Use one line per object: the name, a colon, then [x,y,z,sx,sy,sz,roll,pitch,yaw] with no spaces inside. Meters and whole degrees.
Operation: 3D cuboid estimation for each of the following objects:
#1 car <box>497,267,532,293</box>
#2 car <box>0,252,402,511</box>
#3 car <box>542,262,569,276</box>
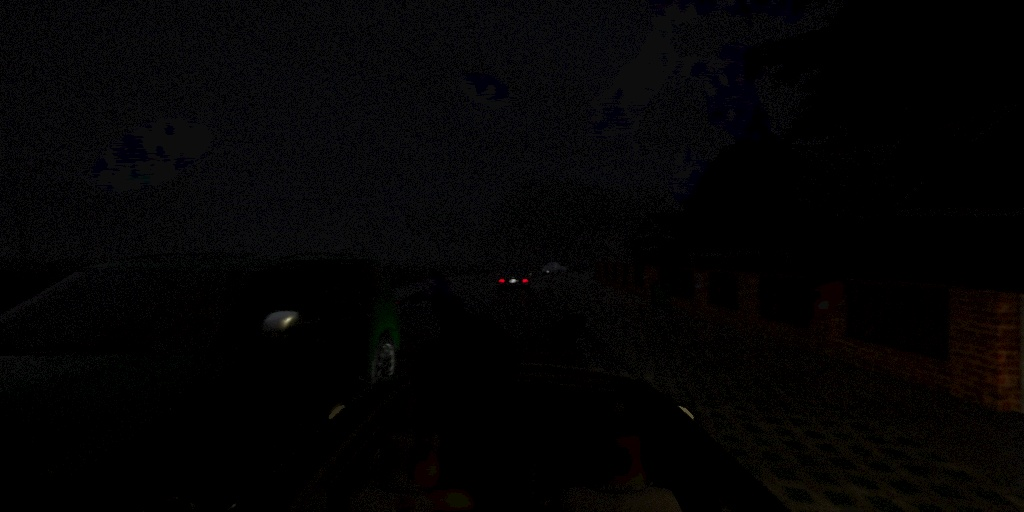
car: [0.162,1.311,20.701,2.033,1.411,5.357,0,0,2]
car: [-2.822,0.973,3.504,2.150,2.045,5.566,0,0,0]
car: [4.758,1.407,39.046,1.812,1.442,4.674,-1,-1,27]
